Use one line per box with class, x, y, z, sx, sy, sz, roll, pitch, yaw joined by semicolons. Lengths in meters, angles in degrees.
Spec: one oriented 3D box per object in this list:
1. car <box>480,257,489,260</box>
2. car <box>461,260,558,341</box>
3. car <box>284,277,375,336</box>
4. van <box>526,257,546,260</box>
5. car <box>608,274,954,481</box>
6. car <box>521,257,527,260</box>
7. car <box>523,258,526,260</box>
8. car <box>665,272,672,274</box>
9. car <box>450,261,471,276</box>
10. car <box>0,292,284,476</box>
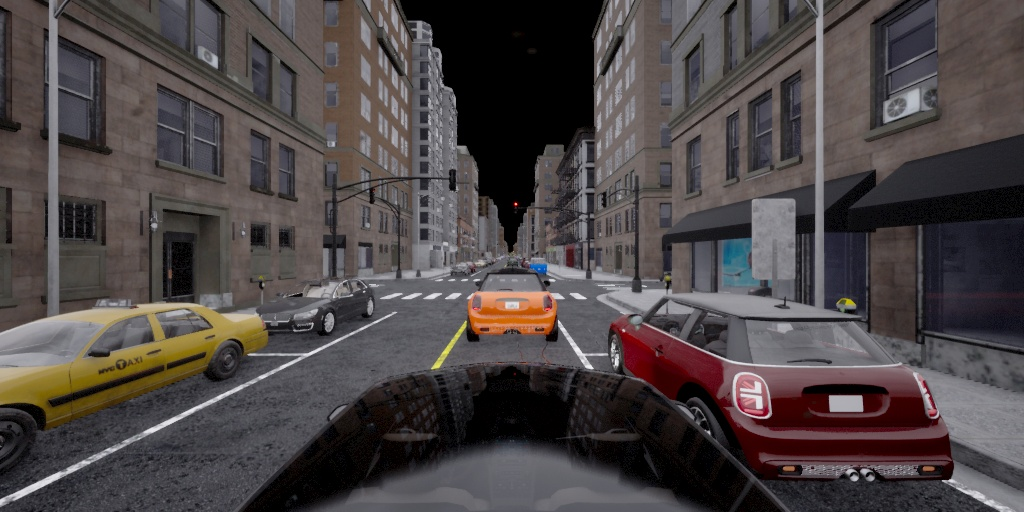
car;-5.299;1.268;59.934;1.751;1.417;4.829;0;0;0
car;0.024;1.102;9.993;2.097;1.767;4.553;0;0;0
car;-5.375;1.300;10.295;2.007;1.370;4.403;0;0;0
van;2.692;1.089;37.373;1.690;1.789;3.998;0;0;0
car;2.642;1.190;4.773;1.967;1.591;4.097;0;0;0
car;2.726;1.325;60.098;1.802;1.307;4.207;0;0;0
car;2.709;1.329;48.735;1.802;1.307;4.207;0;0;0
car;13.304;1.386;25.180;5.357;1.411;2.033;0;0;-1
car;-5.333;1.298;37.376;2.007;1.370;4.403;0;0;0
car;-5.383;1.275;4.606;1.751;1.417;4.829;0;0;0
